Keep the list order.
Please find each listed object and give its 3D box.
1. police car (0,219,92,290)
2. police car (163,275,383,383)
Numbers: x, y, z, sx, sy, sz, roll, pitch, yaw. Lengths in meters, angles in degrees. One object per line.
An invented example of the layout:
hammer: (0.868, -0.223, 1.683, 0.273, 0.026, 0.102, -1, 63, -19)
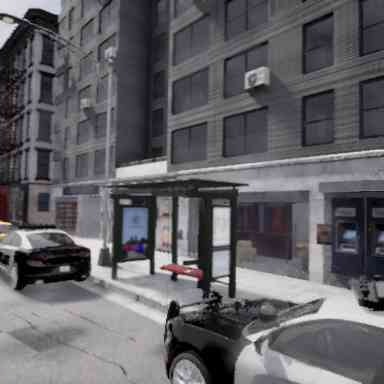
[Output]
police car: (-4.989, 1.827, 10.509, 1.930, 1.638, 5.238, 4, -4, -42)
police car: (1.663, 1.617, 3.046, 1.930, 1.638, 5.238, 4, -4, -42)
